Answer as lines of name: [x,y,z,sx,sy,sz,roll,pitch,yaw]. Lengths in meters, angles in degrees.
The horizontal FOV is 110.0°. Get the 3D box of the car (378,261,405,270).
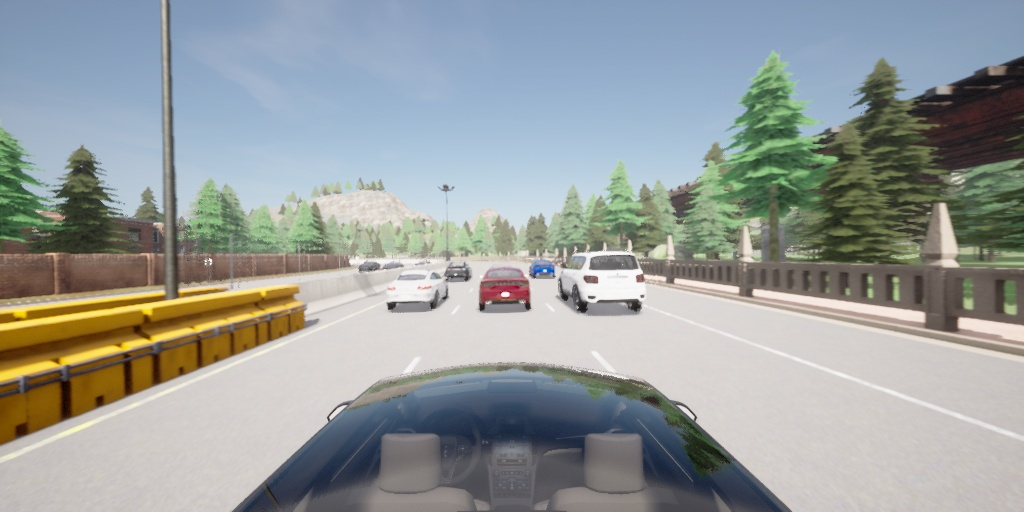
car: [-15.752,1.399,48.127,2.033,1.411,5.357,-1,0,-3]

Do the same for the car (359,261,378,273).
car: [-19.362,1.395,49.043,1.882,1.535,5.008,-1,0,-4]

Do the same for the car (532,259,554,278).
car: [2.592,1.049,31.443,1.882,1.535,5.008,-1,0,-2]

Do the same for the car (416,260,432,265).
car: [-12.449,1.324,50.900,2.033,1.411,5.357,-1,0,-4]

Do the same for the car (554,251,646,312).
car: [3.211,0.859,13.791,2.150,2.045,5.566,-1,1,-2]

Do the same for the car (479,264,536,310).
car: [-0.309,1.178,14.581,1.882,1.535,5.008,-1,-1,-2]

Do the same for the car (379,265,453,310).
car: [-3.820,1.293,14.940,1.812,1.442,4.674,-1,0,-2]

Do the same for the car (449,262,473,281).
car: [-4.354,1.205,29.670,2.128,1.511,4.902,-1,0,-2]
